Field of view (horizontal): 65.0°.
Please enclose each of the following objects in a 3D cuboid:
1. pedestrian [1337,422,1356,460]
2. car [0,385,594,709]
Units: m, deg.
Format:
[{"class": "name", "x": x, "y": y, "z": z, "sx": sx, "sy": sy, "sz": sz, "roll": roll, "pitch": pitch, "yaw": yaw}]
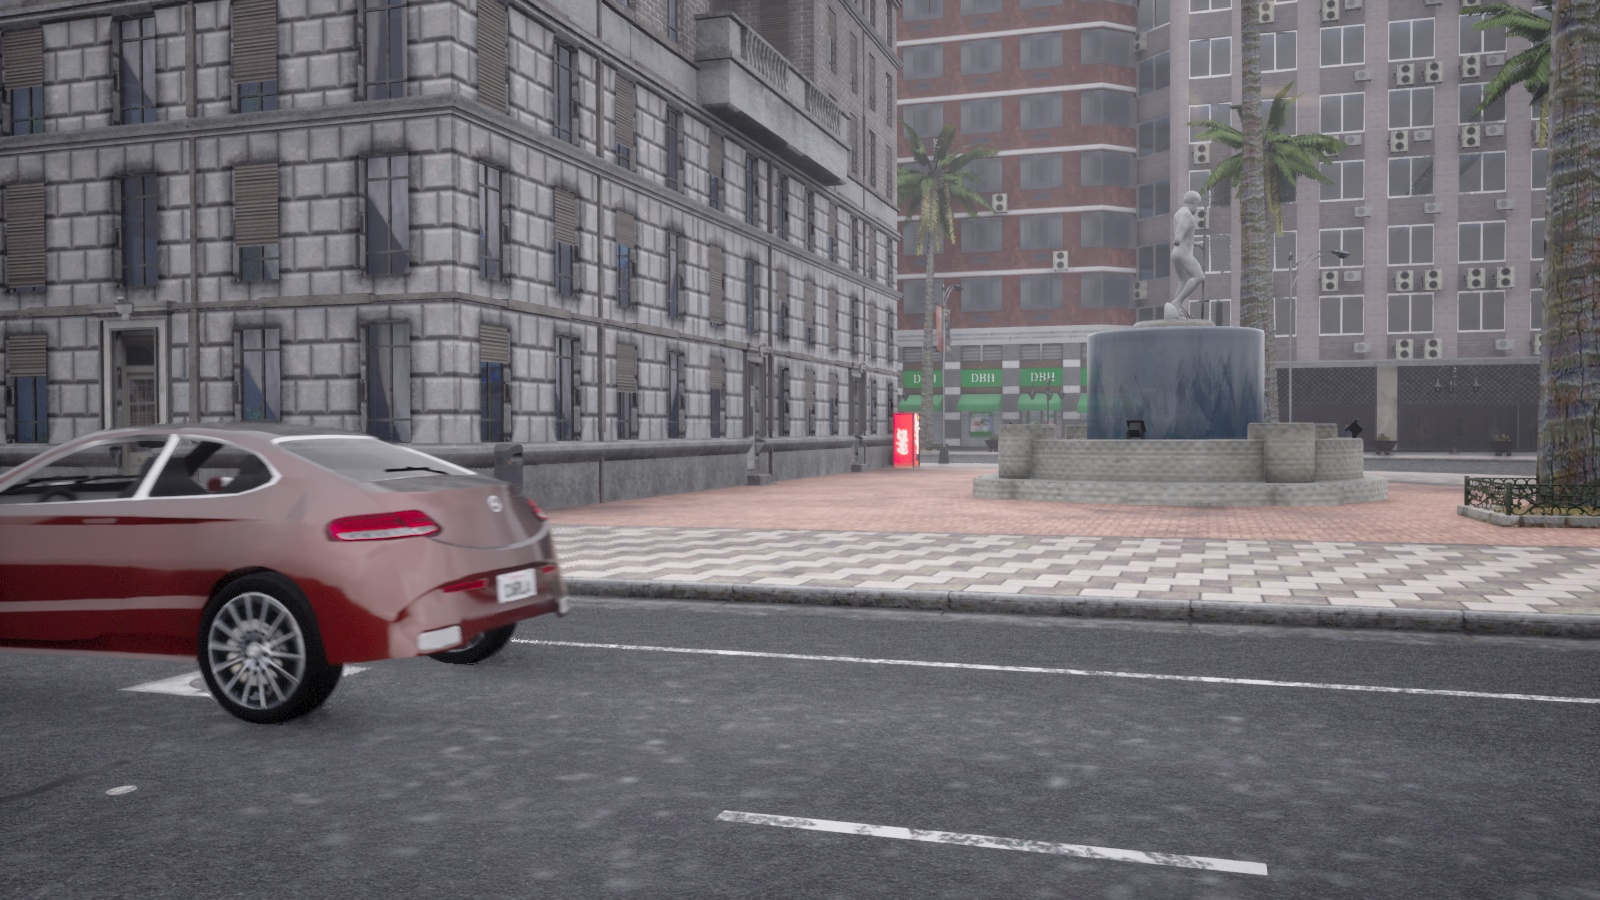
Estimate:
[{"class": "pedestrian", "x": 28.428, "y": -0.456, "z": 65.349, "sx": 0.788, "sy": 1.949, "sz": 0.423, "roll": 1, "pitch": 1, "yaw": 43}, {"class": "car", "x": -4.108, "y": 0.459, "z": 8.200, "sx": 5.027, "sy": 1.651, "sz": 2.152, "roll": 1, "pitch": 1, "yaw": 18}]
